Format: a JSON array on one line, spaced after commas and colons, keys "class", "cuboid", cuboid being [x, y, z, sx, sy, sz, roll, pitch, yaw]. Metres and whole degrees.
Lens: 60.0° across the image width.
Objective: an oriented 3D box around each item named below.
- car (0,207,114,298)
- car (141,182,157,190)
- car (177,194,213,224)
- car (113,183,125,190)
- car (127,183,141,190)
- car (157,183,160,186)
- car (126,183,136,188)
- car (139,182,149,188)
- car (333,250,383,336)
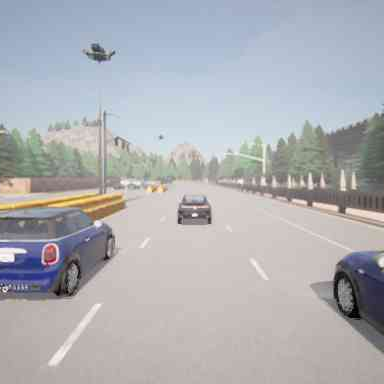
[{"class": "car", "cuboid": [-3.396, 1.140, 8.205, 2.097, 1.767, 4.553, 0, 2, 0]}, {"class": "car", "cuboid": [-10.138, -1.278, 77.887, 1.882, 1.535, 5.008, 0, 2, 0]}, {"class": "car", "cuboid": [0.147, 0.880, 19.059, 2.128, 1.511, 4.902, 0, 2, 0]}, {"class": "car", "cuboid": [-17.137, -1.264, 78.117, 1.837, 1.490, 4.892, 0, 2, 0]}, {"class": "car", "cuboid": [-13.638, -1.232, 77.908, 1.812, 1.442, 4.674, 0, 2, 0]}, {"class": "car", "cuboid": [-10.053, -1.815, 93.614, 1.812, 1.442, 4.674, 0, 2, 0]}, {"class": "car", "cuboid": [-17.053, -1.843, 93.702, 1.837, 1.490, 4.892, 0, 2, 0]}, {"class": "car", "cuboid": [-13.553, -1.986, 93.656, 2.097, 1.767, 4.553, 0, 2, 0]}, {"class": "car", "cuboid": [3.600, 1.270, 4.185, 2.097, 1.767, 4.553, 0, 1, 0]}]
